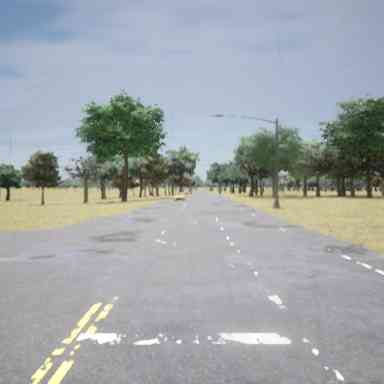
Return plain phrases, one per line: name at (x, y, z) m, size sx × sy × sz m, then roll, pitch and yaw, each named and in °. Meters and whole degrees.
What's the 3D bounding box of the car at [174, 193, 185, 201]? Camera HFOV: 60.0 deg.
car at (-2.260, 0.883, 60.924) m, size 1.882 × 1.535 × 5.008 m, roll 0°, pitch 1°, yaw 2°
